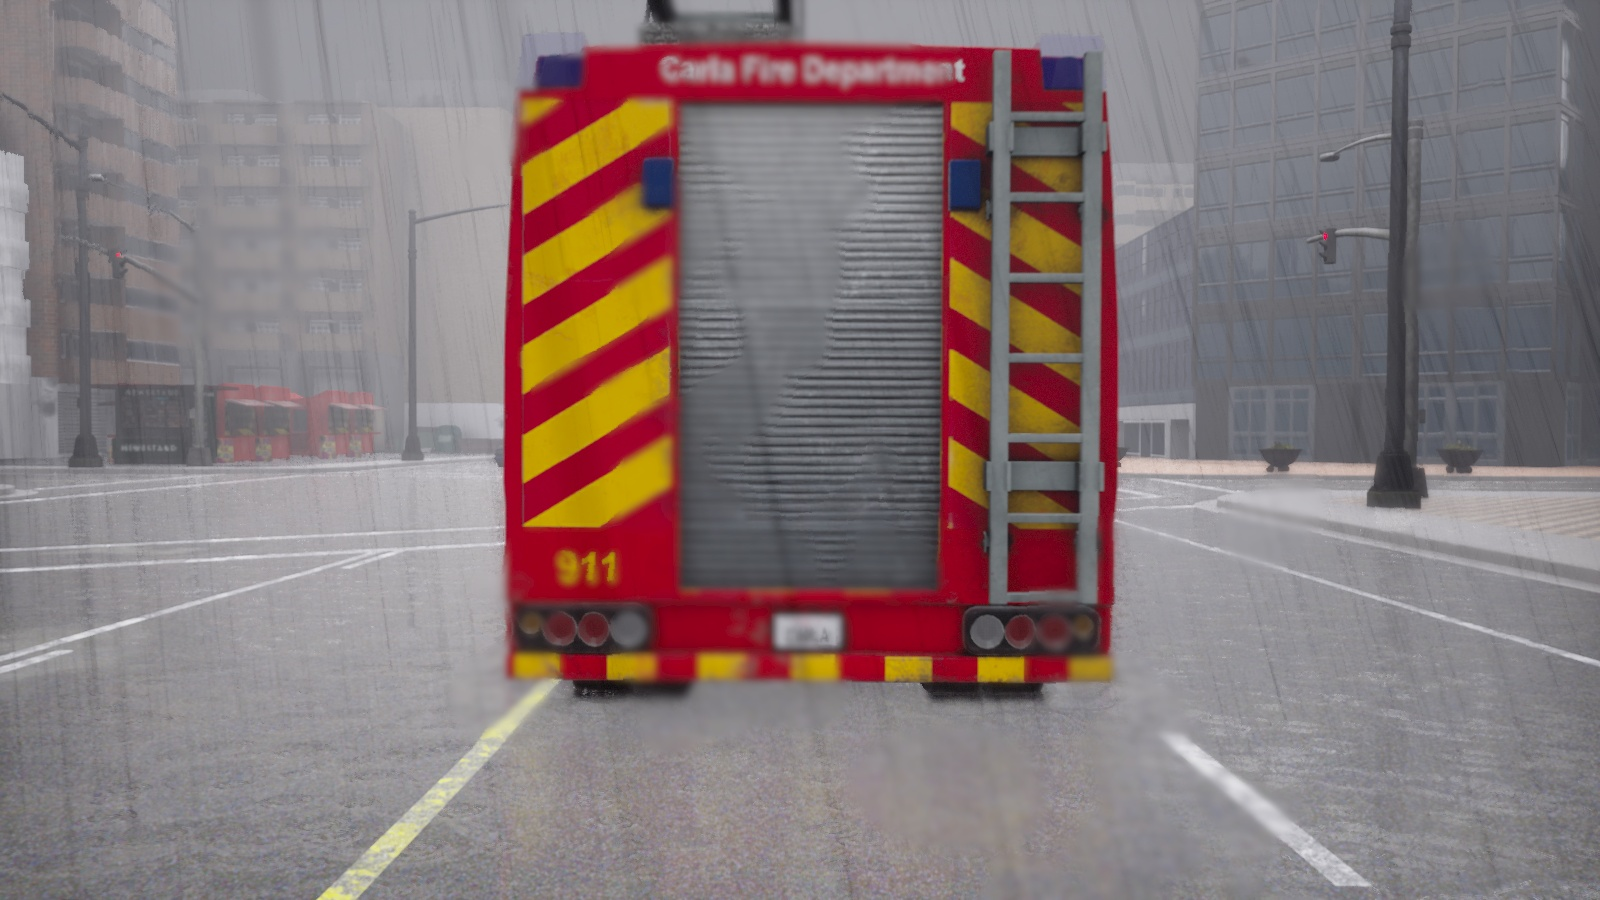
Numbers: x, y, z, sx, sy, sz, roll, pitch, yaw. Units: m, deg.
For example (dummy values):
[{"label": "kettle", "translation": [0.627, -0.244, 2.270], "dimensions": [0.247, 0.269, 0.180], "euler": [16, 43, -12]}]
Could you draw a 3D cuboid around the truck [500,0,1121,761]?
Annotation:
[{"label": "truck", "translation": [0.067, -0.530, 10.128], "dimensions": [2.891, 3.827, 8.468], "euler": [0, 1, 0]}]

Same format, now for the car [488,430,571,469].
[{"label": "car", "translation": [-10.356, -0.036, 48.518], "dimensions": [2.033, 1.411, 5.357], "euler": [0, 1, 0]}]
